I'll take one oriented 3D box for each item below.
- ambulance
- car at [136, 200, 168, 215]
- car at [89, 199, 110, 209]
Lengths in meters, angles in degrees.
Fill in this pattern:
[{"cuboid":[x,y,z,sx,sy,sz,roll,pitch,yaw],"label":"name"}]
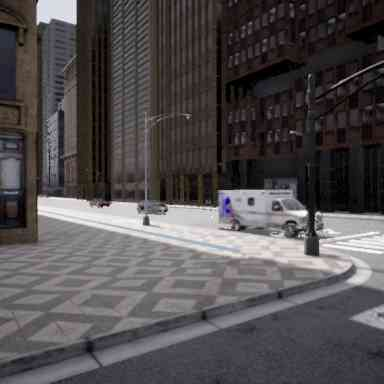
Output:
[{"cuboid":[4.213,1.095,19.003,2.351,2.431,6.366,0,0,-35],"label":"ambulance"},{"cuboid":[-4.438,1.642,36.765,2.128,1.511,4.902,0,0,-35],"label":"car"},{"cuboid":[-14.044,1.739,50.563,1.895,1.301,4.718,0,0,-35],"label":"car"}]
